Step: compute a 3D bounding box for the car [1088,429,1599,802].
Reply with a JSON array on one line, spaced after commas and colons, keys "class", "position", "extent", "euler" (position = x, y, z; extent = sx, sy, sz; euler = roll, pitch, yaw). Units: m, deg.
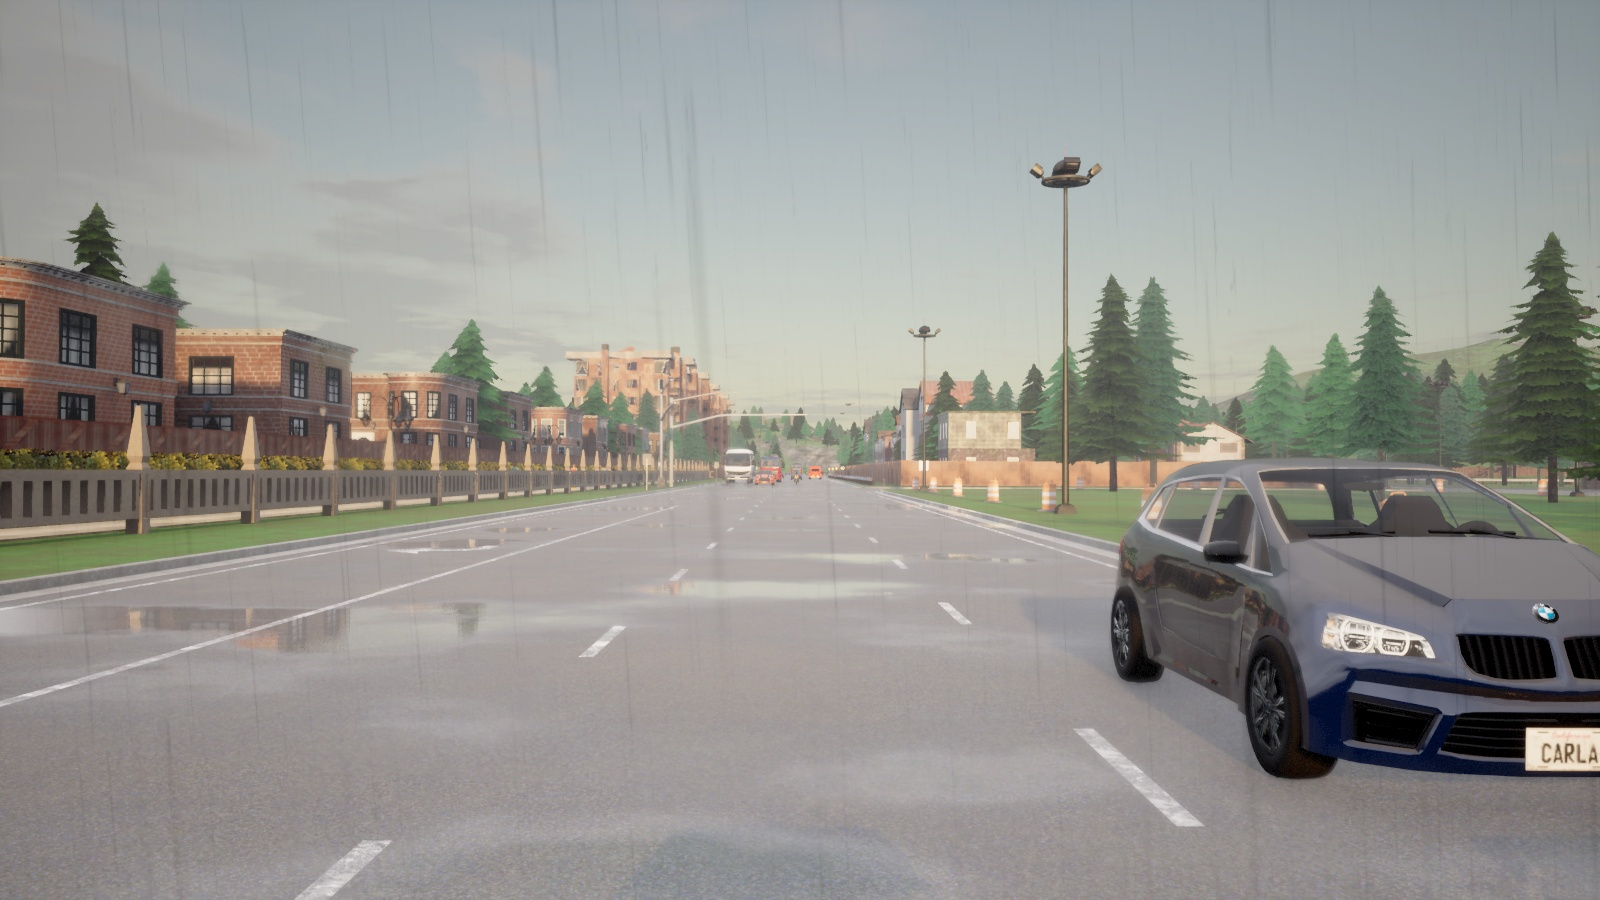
[{"class": "car", "position": [3.480, 0.778, 7.948], "extent": [2.242, 1.667, 4.611], "euler": [0, -1, 0]}]
